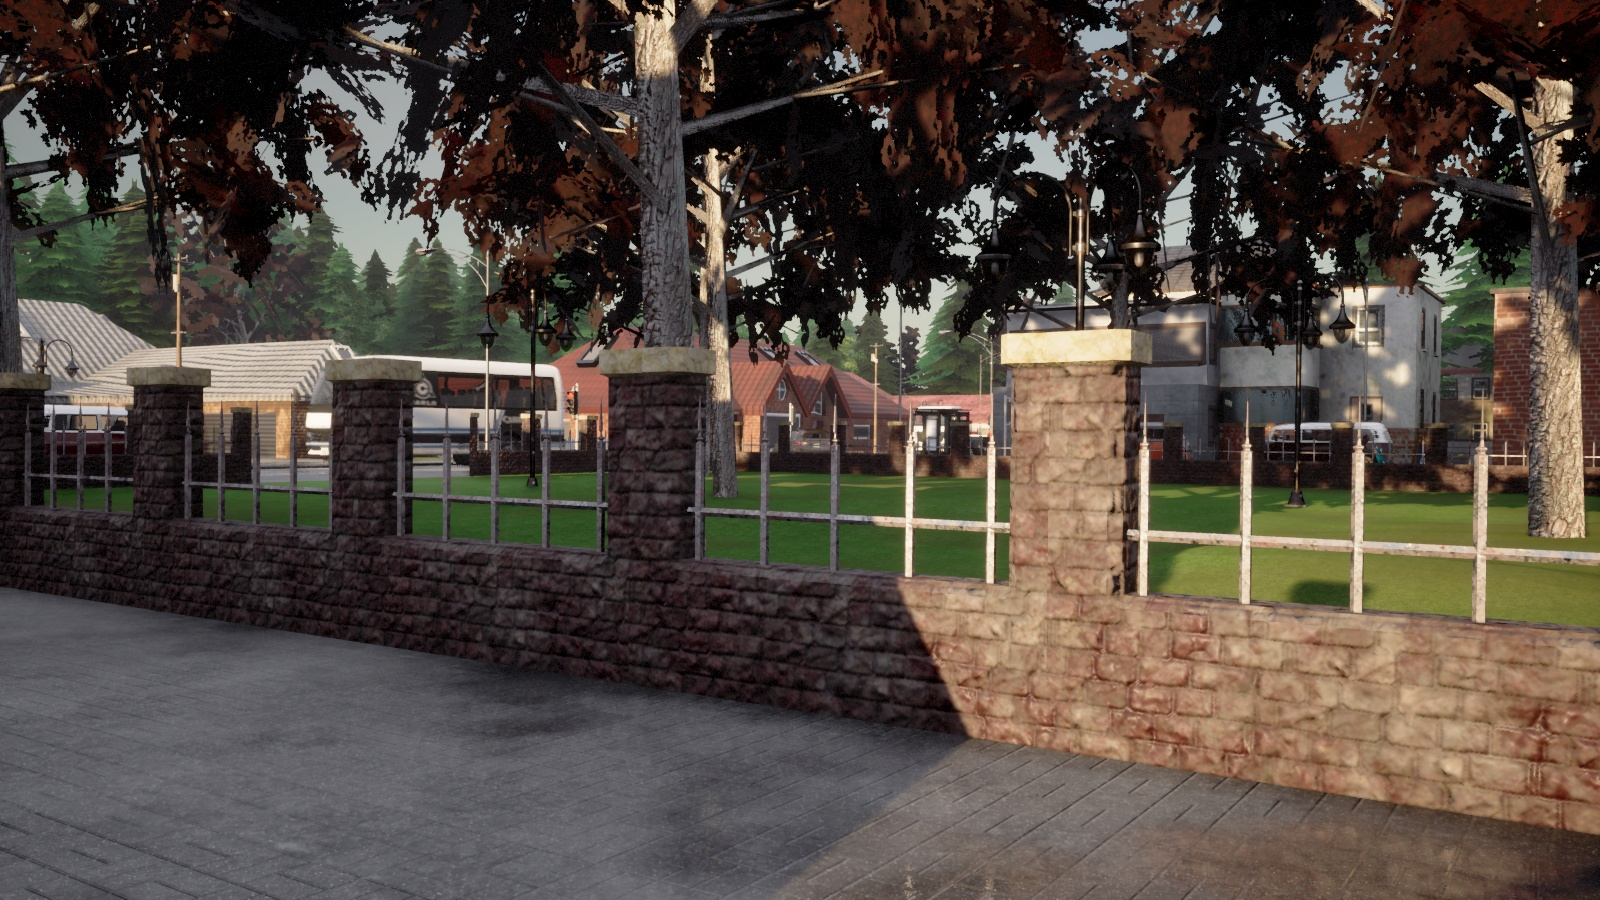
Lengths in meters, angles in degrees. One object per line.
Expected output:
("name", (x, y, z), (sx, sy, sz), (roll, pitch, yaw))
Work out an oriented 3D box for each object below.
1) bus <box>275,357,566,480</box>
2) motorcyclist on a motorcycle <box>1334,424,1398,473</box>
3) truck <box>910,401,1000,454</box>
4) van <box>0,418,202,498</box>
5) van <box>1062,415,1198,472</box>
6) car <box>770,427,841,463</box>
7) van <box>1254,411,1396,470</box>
("bus", (-14.396, -1.180, 48.691), (3.944, 4.253, 10.273), (0, 1, 39))
("motorcyclist on a motorcycle", (18.643, -0.048, 41.342), (1.817, 1.590, 0.866), (0, 1, 32))
("truck", (10.791, -1.529, 86.497), (2.891, 3.462, 7.936), (0, 1, 34))
("van", (-19.074, 0.159, 34.308), (2.069, 2.038, 4.480), (0, 1, 33))
("van", (12.015, -0.249, 45.764), (4.442, 1.987, 1.775), (0, 1, 32))
("car", (0.199, -0.264, 61.310), (2.242, 1.667, 4.611), (-1, 1, -16))
("van", (19.155, -0.345, 45.869), (4.480, 2.038, 2.069), (0, 1, 34))
